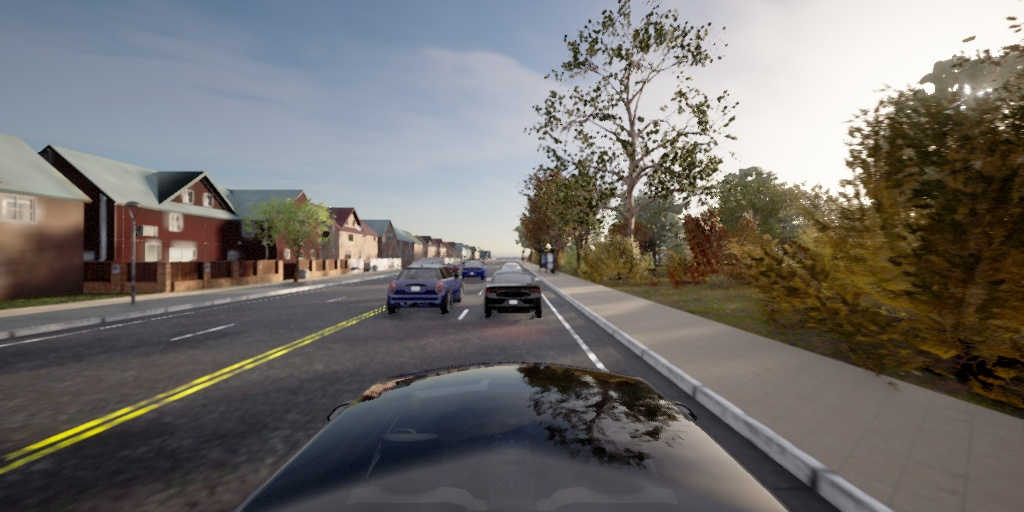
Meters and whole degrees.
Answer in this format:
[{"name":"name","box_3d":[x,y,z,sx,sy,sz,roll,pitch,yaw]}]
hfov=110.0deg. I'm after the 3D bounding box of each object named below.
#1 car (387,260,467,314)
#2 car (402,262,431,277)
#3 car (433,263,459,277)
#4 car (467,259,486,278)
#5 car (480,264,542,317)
[{"name":"car","box_3d":[-3.216,1.120,14.073,2.097,1.767,4.553,0,0,0]},{"name":"car","box_3d":[-10.018,1.340,37.985,1.812,1.442,4.674,0,0,0]},{"name":"car","box_3d":[-6.766,1.412,37.123,1.895,1.301,4.718,0,0,0]},{"name":"car","box_3d":[-3.300,1.278,31.977,1.882,1.535,5.008,0,0,0]},{"name":"car","box_3d":[0.036,1.244,13.379,1.882,1.535,5.008,0,0,0]}]
